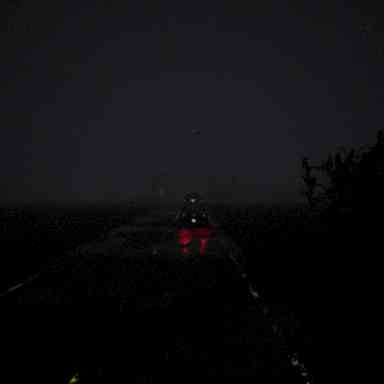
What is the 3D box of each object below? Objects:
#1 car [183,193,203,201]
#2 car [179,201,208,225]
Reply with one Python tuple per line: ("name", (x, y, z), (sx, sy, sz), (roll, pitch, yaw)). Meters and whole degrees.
("car", (0.110, 1.110, 39.947), (2.150, 2.045, 5.566), (0, 0, 0))
("car", (0.106, 1.545, 23.630), (1.895, 1.301, 4.718), (0, 0, 0))
